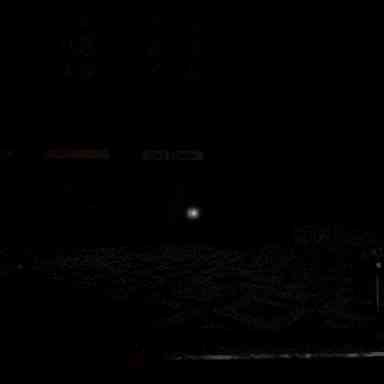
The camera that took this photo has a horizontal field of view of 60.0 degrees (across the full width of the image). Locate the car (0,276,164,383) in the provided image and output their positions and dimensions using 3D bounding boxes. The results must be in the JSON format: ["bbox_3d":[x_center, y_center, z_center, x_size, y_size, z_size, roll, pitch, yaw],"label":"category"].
[{"bbox_3d":[-2.549,1.583,3.313,4.507,1.381,1.887,0,-1,-3],"label":"car"}]
